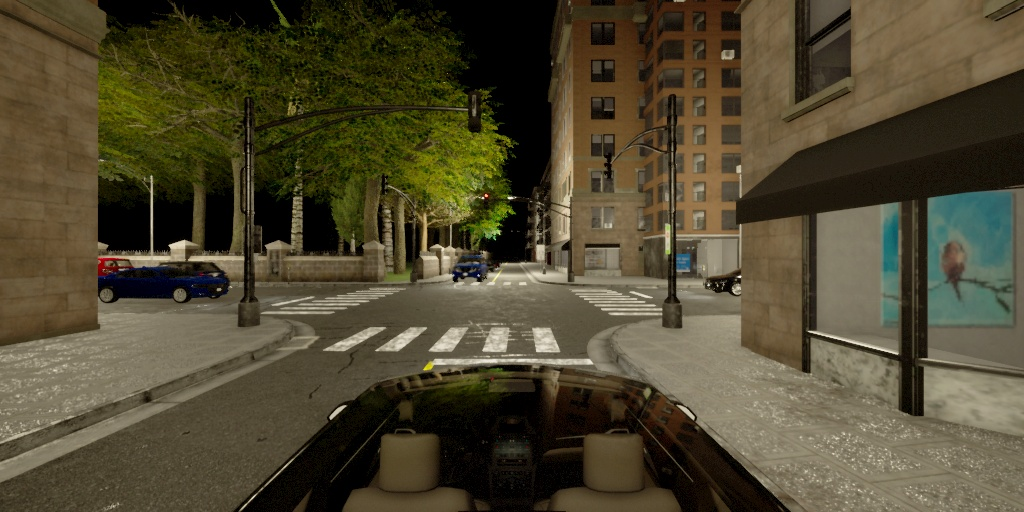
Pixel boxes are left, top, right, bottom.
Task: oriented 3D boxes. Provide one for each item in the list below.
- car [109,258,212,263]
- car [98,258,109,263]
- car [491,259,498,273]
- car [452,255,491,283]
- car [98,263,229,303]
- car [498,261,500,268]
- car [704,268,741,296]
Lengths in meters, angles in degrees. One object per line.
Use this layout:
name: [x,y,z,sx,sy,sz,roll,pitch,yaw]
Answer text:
car: [-17.973,1.083,19.152,4.553,1.767,2.097,0,0,0]
car: [-25.923,1.035,21.800,5.009,1.841,2.192,0,0,1]
car: [-3.043,1.190,42.503,1.882,1.535,5.008,0,0,0]
car: [-3.221,0.959,28.333,2.150,2.045,5.566,0,0,2]
car: [-15.472,1.212,15.883,5.008,1.535,1.882,0,0,0]
car: [-3.009,1.246,57.984,1.994,1.385,4.181,0,0,0]
car: [12.689,1.271,18.705,4.892,1.490,1.837,0,0,1]
